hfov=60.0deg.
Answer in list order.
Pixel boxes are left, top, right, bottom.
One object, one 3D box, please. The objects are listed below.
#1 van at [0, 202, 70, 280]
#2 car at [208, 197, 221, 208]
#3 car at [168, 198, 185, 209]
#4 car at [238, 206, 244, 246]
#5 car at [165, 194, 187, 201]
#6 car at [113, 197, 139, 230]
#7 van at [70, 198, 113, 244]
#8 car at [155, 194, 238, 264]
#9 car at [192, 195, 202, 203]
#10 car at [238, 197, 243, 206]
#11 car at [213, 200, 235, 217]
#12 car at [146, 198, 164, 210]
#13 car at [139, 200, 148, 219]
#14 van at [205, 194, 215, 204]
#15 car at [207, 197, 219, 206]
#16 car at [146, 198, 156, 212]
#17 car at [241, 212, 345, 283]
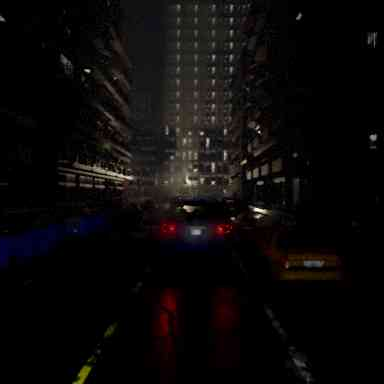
[{"bbox_3d":[-5.188,1.311,9.525,1.690,1.788,3.998,1,0,1],"label":"van"},{"bbox_3d":[3.260,1.532,49.060,1.752,1.417,4.829,1,0,1],"label":"car"},{"bbox_3d":[-2.105,1.534,45.918,2.033,1.411,5.357,0,0,1],"label":"car"},{"bbox_3d":[2.770,1.553,15.052,1.887,1.381,4.507,1,0,1],"label":"car"},{"bbox_3d":[-3.976,1.269,81.332,4.902,1.511,2.128,1,0,30],"label":"car"},{"bbox_3d":[-5.026,1.282,20.804,2.192,1.841,5.009,1,0,1],"label":"car"},{"bbox_3d":[-5.107,1.310,15.164,1.690,1.788,3.998,1,0,1],"label":"van"},{"bbox_3d":[0.158,1.232,11.987,2.150,2.045,5.566,0,0,1],"label":"car"},{"bbox_3d":[1.002,1.503,72.416,1.837,1.490,4.892,0,0,-3],"label":"car"},{"bbox_3d":[2.935,1.321,26.331,2.192,1.841,5.009,1,0,1],"label":"car"},{"bbox_3d":[3.016,1.530,32.141,1.752,1.417,4.829,1,0,1],"label":"car"},{"bbox_3d":[-4.706,1.491,43.194,1.752,1.417,4.829,1,0,1],"label":"car"},{"bbox_3d":[-4.947,1.549,26.445,1.802,1.307,4.206,1,0,1],"label":"car"},{"bbox_3d":[3.503,1.353,65.810,1.690,1.788,3.998,1,0,1],"label":"van"},{"bbox_3d":[3.341,1.533,54.700,1.752,1.417,4.829,1,0,1],"label":"car"},{"bbox_3d":[-4.785,1.548,37.724,1.802,1.307,4.206,1,0,1],"label":"car"},{"bbox_3d":[2.692,1.535,9.582,1.752,1.417,4.829,1,0,1],"label":"car"}]
